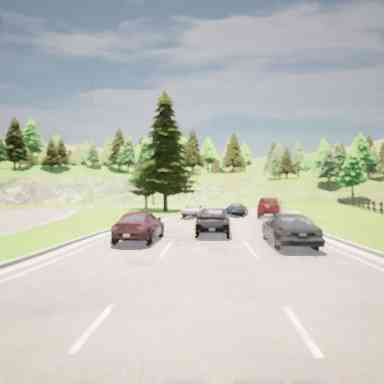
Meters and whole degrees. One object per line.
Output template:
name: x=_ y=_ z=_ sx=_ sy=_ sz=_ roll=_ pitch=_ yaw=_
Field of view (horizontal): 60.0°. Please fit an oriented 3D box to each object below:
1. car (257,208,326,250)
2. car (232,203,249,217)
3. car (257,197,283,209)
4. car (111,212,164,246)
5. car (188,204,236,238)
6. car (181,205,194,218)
car: x=4.360 y=1.687 z=15.049 sx=2.033 sy=1.411 sz=5.357 roll=0 pitch=-1 yaw=4
car: x=4.817 y=1.890 z=35.326 sx=1.994 sy=1.385 sz=4.181 roll=0 pitch=-1 yaw=18
car: x=7.939 y=1.534 z=33.829 sx=2.150 sy=2.045 sz=5.566 roll=0 pitch=-1 yaw=17
car: x=-2.547 y=1.676 z=16.173 sx=1.812 sy=1.442 sz=4.674 roll=0 pitch=-1 yaw=5
car: x=1.240 y=1.667 z=18.888 sx=2.128 sy=1.511 sz=4.902 roll=0 pitch=-1 yaw=6
car: x=0.468 y=1.908 z=33.196 sx=1.895 sy=1.301 sz=4.718 roll=0 pitch=-1 yaw=16
